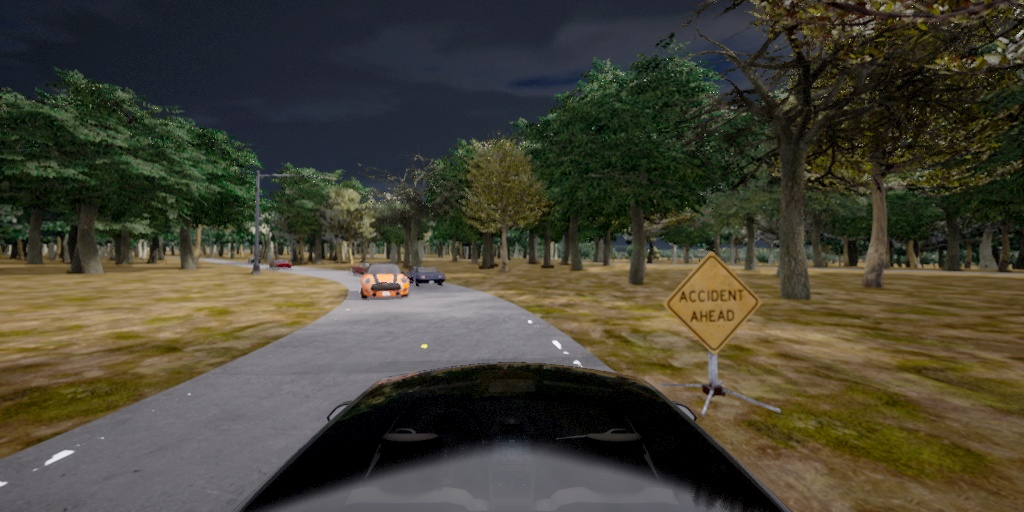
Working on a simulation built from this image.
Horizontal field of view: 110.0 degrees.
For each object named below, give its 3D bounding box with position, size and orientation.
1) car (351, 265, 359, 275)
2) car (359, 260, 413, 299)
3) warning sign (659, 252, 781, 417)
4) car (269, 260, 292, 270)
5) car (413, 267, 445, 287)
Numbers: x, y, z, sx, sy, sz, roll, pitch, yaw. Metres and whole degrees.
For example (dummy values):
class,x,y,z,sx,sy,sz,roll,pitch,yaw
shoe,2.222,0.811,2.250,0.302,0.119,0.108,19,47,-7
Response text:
class,x,y,z,sx,sy,sz,roll,pitch,yaw
car,-14.940,1.361,36.890,1.895,1.301,4.718,1,0,-43
car,-6.511,1.130,18.220,2.097,1.767,4.553,0,0,-23
warning sign,2.577,0.878,4.578,1.300,1.860,1.060,0,0,-4
car,-32.203,1.198,49.864,1.895,1.301,4.718,1,-1,-45
car,-6.341,1.403,25.473,1.895,1.301,4.718,1,0,-28
